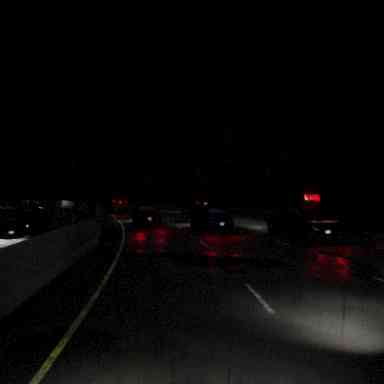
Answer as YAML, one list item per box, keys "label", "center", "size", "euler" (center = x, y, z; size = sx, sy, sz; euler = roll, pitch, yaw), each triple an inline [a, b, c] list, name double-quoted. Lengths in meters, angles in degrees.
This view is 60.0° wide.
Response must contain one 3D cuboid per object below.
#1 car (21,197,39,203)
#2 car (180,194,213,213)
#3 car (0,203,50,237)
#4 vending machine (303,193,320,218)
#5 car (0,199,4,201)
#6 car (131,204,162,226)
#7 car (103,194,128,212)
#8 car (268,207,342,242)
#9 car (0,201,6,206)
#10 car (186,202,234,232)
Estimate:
- label: "car"
  center: [-27.325, 1.630, 56.111]
  size: [2.097, 1.767, 4.553]
  euler: [0, 0, -38]
- label: "car"
  center: [0.448, 1.262, 35.241]
  size: [2.150, 2.045, 5.566]
  euler: [0, 0, -20]
- label: "car"
  center: [-9.415, 1.597, 18.879]
  size: [2.033, 1.411, 5.357]
  euler: [0, 0, -13]
- label: "vending machine"
  center: [10.638, 1.186, 29.542]
  size: [1.100, 2.100, 0.880]
  euler: [0, 0, -16]
- label: "car"
  center: [-34.782, 1.897, 59.506]
  size: [1.994, 1.385, 4.181]
  euler: [0, 0, -43]
- label: "car"
  center: [-3.280, 1.562, 23.661]
  size: [1.812, 1.442, 4.674]
  euler: [0, 0, -14]
- label: "car"
  center: [-9.315, 1.321, 40.455]
  size: [2.150, 2.045, 5.566]
  euler: [0, -1, -25]
- label: "car"
  center: [5.395, 1.489, 16.591]
  size: [2.128, 1.511, 4.902]
  euler: [0, 0, -10]
- label: "car"
  center: [-14.334, 1.631, 23.872]
  size: [2.033, 1.411, 5.357]
  euler: [0, 0, -17]
- label: "car"
  center: [1.136, 1.541, 20.217]
  size: [1.812, 1.442, 4.674]
  euler: [0, 0, -12]
